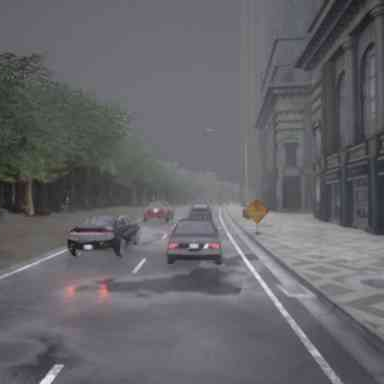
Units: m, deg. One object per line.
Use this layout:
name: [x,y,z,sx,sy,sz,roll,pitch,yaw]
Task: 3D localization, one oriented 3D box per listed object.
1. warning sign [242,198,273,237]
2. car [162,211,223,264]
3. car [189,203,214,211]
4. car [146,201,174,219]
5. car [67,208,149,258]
warning sign: [3.268,1.242,16.734,1.300,1.860,1.060,-2,-2,2]
car: [0.134,1.652,12.323,2.033,1.411,5.357,0,0,2]
car: [0.773,1.687,28.093,1.837,1.490,4.892,0,0,4]
car: [-2.723,1.537,28.239,2.097,1.767,4.553,0,0,4]
car: [-3.327,1.606,13.355,2.128,1.511,4.902,0,0,2]
